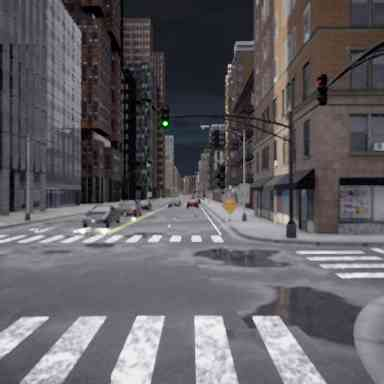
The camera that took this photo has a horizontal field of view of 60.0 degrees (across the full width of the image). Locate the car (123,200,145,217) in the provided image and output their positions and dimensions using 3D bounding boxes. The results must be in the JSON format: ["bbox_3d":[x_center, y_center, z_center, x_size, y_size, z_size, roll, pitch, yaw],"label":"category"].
[{"bbox_3d":[-6.599,1.635,34.982,2.097,1.767,4.553,0,0,0],"label":"car"}]

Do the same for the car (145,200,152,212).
[{"bbox_3d":[-6.588,1.847,45.401,1.882,1.535,5.008,0,-1,0],"label":"car"}]

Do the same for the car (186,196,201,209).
[{"bbox_3d":[0.098,1.920,54.112,1.882,1.535,5.008,0,0,0],"label":"car"}]

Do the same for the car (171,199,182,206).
[{"bbox_3d":[-3.157,2.117,68.910,2.033,1.411,5.357,0,-1,0],"label":"car"}]

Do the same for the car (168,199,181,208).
[{"bbox_3d":[-3.153,2.082,58.651,1.895,1.301,4.718,0,0,0],"label":"car"}]

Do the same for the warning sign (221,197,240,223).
[{"bbox_3d":[2.853,1.316,24.925,1.300,1.860,1.060,0,0,0],"label":"warning sign"}]

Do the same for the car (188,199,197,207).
[{"bbox_3d":[0.088,2.035,64.350,1.837,1.490,4.892,0,-1,0],"label":"car"}]

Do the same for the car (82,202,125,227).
[{"bbox_3d":[-6.609,1.725,24.761,1.812,1.442,4.674,0,0,1],"label":"car"}]

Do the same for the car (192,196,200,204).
[{"bbox_3d":[0.972,1.938,84.956,2.150,2.045,5.566,0,-1,0],"label":"car"}]

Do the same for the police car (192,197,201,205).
[{"bbox_3d":[0.972,2.050,75.036,1.930,1.638,5.238,0,-1,0],"label":"police car"}]
